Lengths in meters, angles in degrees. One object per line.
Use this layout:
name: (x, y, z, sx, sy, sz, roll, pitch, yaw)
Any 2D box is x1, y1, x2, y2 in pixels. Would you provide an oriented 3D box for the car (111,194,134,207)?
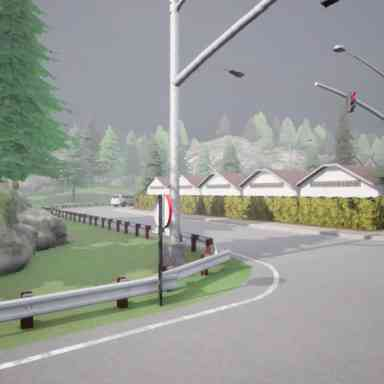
car: (-10.518, 1.392, 53.859, 2.150, 2.045, 5.566, 0, 0, 36)
